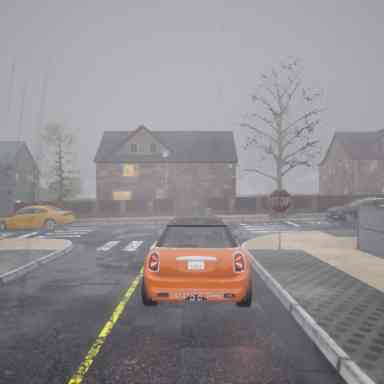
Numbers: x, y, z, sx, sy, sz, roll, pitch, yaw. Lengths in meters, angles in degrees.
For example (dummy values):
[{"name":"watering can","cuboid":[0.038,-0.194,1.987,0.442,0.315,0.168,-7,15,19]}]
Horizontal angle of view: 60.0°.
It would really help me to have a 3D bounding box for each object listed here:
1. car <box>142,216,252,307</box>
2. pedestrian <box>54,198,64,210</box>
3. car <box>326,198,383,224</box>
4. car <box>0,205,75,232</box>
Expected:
[{"name":"car","cuboid":[0.155,1.351,8.158,2.097,1.767,4.553,0,0,2]},{"name":"pedestrian","cuboid":[-9.699,1.257,24.218,0.375,1.860,0.375,0,2,0]},{"name":"car","cuboid":[11.179,1.171,21.385,4.892,1.490,1.837,-1,1,0]},{"name":"car","cuboid":[-10.141,1.647,21.311,5.008,1.535,1.882,-1,1,0]}]
